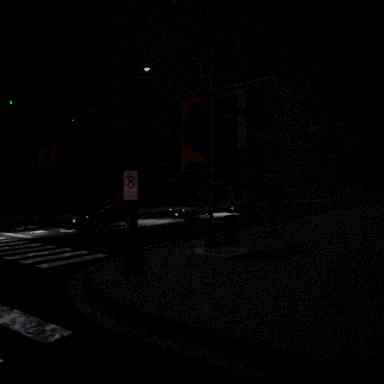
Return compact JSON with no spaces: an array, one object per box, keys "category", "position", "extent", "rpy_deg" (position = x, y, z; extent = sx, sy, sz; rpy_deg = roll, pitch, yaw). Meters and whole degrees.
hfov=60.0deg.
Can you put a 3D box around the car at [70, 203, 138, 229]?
[{"category":"car","position":[-5.780,1.512,22.332],"extent":[2.128,1.511,4.902],"rpy_deg":[0,0,36]}]

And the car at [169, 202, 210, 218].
[{"category":"car","position":[-0.038,1.639,30.480],"extent":[1.895,1.301,4.718],"rpy_deg":[0,0,36]}]

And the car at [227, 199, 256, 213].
[{"category":"car","position":[5.863,1.550,38.805],"extent":[2.128,1.511,4.902],"rpy_deg":[0,0,35]}]

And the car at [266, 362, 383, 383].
[{"category":"car","position":[2.199,1.551,1.278],"extent":[4.403,1.369,2.008],"rpy_deg":[0,0,36]}]
